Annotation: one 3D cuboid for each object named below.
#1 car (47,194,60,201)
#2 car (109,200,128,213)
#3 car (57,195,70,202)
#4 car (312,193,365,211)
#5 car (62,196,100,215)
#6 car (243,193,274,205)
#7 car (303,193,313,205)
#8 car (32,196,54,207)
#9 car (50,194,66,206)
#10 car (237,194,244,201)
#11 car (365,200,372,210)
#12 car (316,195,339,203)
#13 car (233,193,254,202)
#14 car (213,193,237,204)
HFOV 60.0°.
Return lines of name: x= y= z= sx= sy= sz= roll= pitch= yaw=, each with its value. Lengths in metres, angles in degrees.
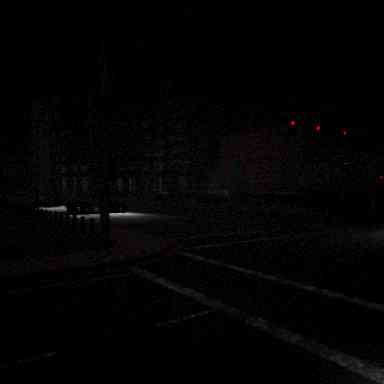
car: x=-36.499 y=1.337 z=87.589 sx=2.097 sy=1.767 sz=4.553 roll=0 pitch=0 yaw=-35
car: x=-8.509 y=1.557 z=36.055 sx=1.994 sy=1.385 sz=4.181 roll=0 pitch=0 yaw=-35
car: x=-30.715 y=1.514 z=79.468 sx=1.812 sy=1.442 sz=4.674 roll=0 pitch=0 yaw=-35
car: x=16.428 y=1.136 z=37.492 sx=1.932 sy=1.855 sz=4.605 roll=0 pitch=0 yaw=-35
car: x=-11.533 y=1.499 z=34.268 sx=1.837 sy=1.490 sz=4.892 roll=0 pitch=0 yaw=-35
car: x=10.949 y=1.375 z=54.943 sx=1.970 sy=1.475 sz=3.806 roll=0 pitch=0 yaw=-35
car: x=24.695 y=1.124 z=64.770 sx=1.932 sy=1.855 sz=4.605 roll=0 pitch=0 yaw=-35
car: x=-22.822 y=1.626 z=50.286 sx=1.895 sy=1.301 sz=4.718 roll=0 pitch=0 yaw=-35
car: x=-20.835 y=1.484 z=53.384 sx=2.128 sy=1.511 sz=4.902 roll=0 pitch=0 yaw=-35
car: x=9.307 y=1.339 z=72.275 sx=1.784 sy=1.438 sz=3.905 roll=0 pitch=0 yaw=-35
car: x=18.822 y=1.137 z=39.118 sx=1.905 sy=1.878 sz=3.866 roll=0 pitch=0 yaw=-35
car: x=27.098 y=1.333 z=66.390 sx=1.784 sy=1.438 sz=3.905 roll=0 pitch=0 yaw=-35
car: x=11.469 y=1.127 z=73.865 sx=1.932 sy=1.855 sz=4.605 roll=0 pitch=0 yaw=-35
car: x=6.942 y=1.372 z=70.605 sx=1.970 sy=1.475 sz=3.806 roll=0 pitch=0 yaw=-35
